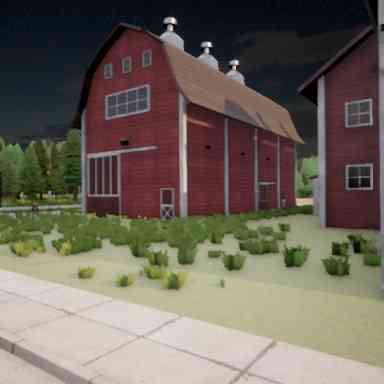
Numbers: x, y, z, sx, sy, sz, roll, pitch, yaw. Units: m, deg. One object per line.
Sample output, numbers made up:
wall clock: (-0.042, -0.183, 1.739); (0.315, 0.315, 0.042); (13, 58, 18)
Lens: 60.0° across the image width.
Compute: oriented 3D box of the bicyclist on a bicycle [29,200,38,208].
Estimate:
bicyclist on a bicycle: (-15.881, 1.597, 33.369); (1.656, 1.620, 0.582); (-1, -1, 36)
